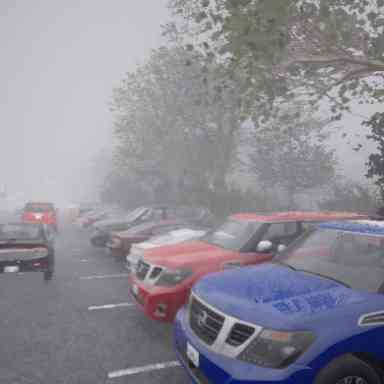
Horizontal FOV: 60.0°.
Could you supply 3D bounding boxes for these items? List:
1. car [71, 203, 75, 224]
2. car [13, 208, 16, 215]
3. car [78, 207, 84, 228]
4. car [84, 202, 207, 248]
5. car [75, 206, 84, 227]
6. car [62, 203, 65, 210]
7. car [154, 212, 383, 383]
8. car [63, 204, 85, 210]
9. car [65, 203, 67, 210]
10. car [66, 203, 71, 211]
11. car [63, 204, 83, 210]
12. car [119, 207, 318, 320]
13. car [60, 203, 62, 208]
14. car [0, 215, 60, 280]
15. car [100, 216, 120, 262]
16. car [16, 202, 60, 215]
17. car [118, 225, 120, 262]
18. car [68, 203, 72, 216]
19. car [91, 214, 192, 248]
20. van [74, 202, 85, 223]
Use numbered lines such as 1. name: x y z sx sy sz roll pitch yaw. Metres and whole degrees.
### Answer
1. car: -10.100 2.158 35.277 4.553 1.767 2.185 1 -2 -22
2. car: -23.636 2.585 46.306 1.895 1.301 4.718 1 -2 -22
3. car: -4.787 2.002 22.406 5.008 1.535 2.097 1 -2 -22
4. car: -1.627 1.585 14.681 5.566 2.045 2.435 1 -2 -22
5. car: -6.904 2.154 27.558 4.674 1.452 2.002 1 -2 -22
6. car: -26.136 3.502 74.515 4.674 1.452 2.002 1 -2 -22
7. car: 2.564 1.389 4.494 5.566 2.045 2.435 1 -2 -22
8. car: -28.570 3.653 80.456 4.892 1.521 2.231 1 -2 -22
9. car: -15.353 2.621 48.164 5.008 1.535 2.097 1 -2 -22
10. car: -13.235 2.476 43.016 5.008 1.535 2.097 1 -2 -22
11. car: -29.808 3.790 83.486 4.674 1.452 2.002 1 -2 -22
12. car: 1.551 1.434 6.955 5.566 2.045 2.435 1 -2 -22
13. car: -27.320 3.555 77.432 5.008 1.535 2.097 1 -2 -22
14. car: -5.219 1.678 10.221 2.128 1.511 4.902 1 -2 -22
15. car: -0.549 1.785 12.106 5.008 1.535 2.097 1 -2 -22
16. car: -10.487 1.680 23.003 2.150 2.045 5.566 1 -1 -22
17. car: 0.465 1.776 9.646 4.674 1.452 2.002 1 -2 -22
18. car: -12.182 2.449 40.436 4.674 1.452 2.002 1 -2 -22
19. car: -2.637 1.921 17.268 4.792 1.488 2.163 1 -2 -22
20. van: -8.907 2.002 32.764 4.442 1.987 1.878 1 -2 -22
